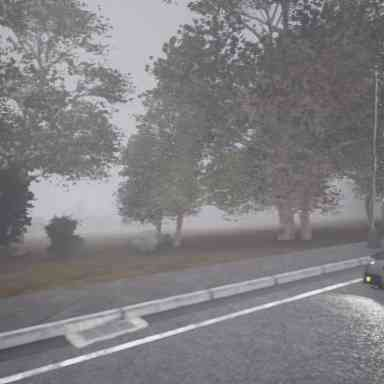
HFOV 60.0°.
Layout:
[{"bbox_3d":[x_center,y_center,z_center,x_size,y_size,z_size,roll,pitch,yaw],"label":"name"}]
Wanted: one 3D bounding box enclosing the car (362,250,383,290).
[{"bbox_3d":[5.909,1.616,7.897,4.181,1.385,1.994,1,0,-35],"label":"car"}]
